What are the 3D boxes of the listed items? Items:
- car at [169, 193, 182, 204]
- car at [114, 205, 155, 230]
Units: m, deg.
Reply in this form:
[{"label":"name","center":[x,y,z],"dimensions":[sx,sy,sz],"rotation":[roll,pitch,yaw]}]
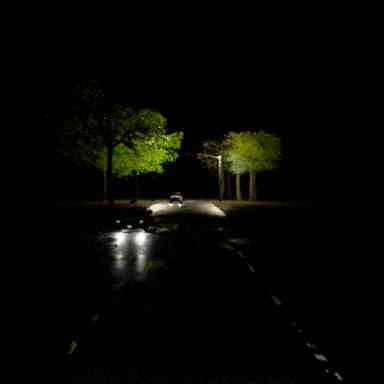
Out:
[{"label":"car","center":[-3.039,1.143,62.962],"dimensions":[2.150,2.045,5.566],"rotation":[0,0,1]},{"label":"car","center":[-3.536,1.581,21.489],"dimensions":[2.033,1.411,5.357],"rotation":[0,0,0]}]
